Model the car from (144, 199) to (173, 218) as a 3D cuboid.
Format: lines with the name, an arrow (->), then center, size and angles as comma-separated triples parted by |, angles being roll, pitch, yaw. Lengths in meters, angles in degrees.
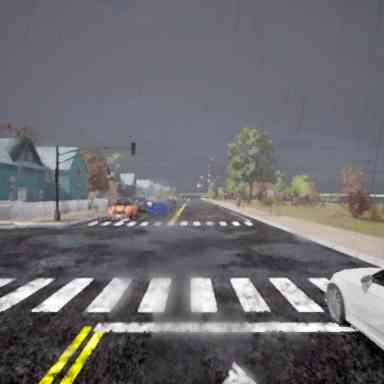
car -> -3.332, 1.737, 33.897 | 1.882, 1.535, 5.008 | 0, 0, 0

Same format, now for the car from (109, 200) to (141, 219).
car -> -6.584, 1.598, 32.230 | 2.097, 1.767, 4.553 | 0, 0, 0

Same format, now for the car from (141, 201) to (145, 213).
car -> -6.576, 1.875, 42.183 | 2.033, 1.411, 5.357 | 0, 0, 0

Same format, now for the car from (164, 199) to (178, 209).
car -> -3.314, 1.924, 53.191 | 1.837, 1.490, 4.892 | 0, 0, 0

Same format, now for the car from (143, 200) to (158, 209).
car -> -6.565, 1.942, 52.799 | 1.812, 1.442, 4.674 | 0, -1, 0

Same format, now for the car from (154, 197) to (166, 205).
car -> -6.484, 1.747, 68.015 | 1.882, 1.535, 5.008 | 0, -1, 0

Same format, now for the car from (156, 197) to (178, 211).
car -> -3.323, 1.828, 43.304 | 2.128, 1.511, 4.902 | 0, 0, 0

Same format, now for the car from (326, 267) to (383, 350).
car -> 3.352, 1.556, 4.179 | 1.812, 1.442, 4.674 | 0, 0, 0
